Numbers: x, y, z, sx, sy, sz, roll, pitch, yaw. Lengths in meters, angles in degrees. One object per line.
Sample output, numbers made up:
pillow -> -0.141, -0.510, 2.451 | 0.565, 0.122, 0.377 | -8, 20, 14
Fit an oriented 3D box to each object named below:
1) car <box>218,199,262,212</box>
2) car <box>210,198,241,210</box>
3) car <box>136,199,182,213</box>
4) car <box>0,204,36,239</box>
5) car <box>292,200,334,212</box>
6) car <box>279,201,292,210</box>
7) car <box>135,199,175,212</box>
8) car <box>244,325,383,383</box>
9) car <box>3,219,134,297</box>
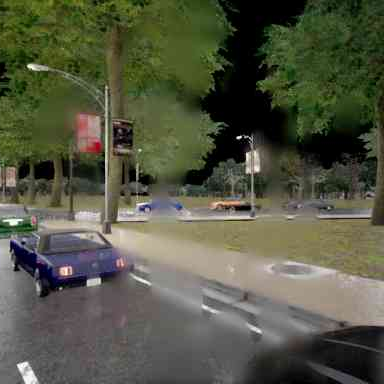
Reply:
car -> 6.111, 1.791, 40.877 | 4.718, 1.301, 1.895 | 0, 0, -14
car -> 4.694, 1.537, 43.870 | 4.553, 1.767, 2.097 | 0, 0, -14
car -> -3.647, 1.611, 38.397 | 5.008, 1.535, 1.882 | 0, 0, -14
car -> -8.891, 1.352, 15.859 | 2.097, 1.767, 4.553 | 0, 0, -38
car -> 16.160, 1.744, 43.420 | 4.902, 1.511, 2.128 | 0, 0, -14
car -> 14.355, 1.810, 46.316 | 4.181, 1.385, 1.994 | 0, 0, -14
car -> -4.620, 1.657, 41.495 | 4.674, 1.442, 1.812 | 0, 0, -16
car -> 2.346, 1.478, 1.248 | 1.882, 1.535, 5.008 | 0, 0, -37
car -> -3.413, 1.601, 8.732 | 1.895, 1.301, 4.718 | 0, 0, -38
